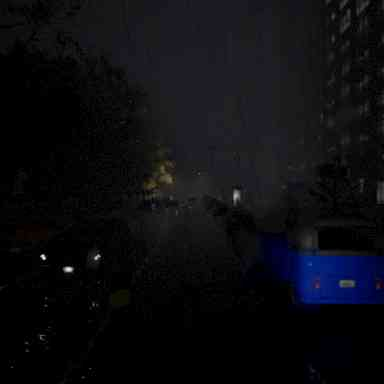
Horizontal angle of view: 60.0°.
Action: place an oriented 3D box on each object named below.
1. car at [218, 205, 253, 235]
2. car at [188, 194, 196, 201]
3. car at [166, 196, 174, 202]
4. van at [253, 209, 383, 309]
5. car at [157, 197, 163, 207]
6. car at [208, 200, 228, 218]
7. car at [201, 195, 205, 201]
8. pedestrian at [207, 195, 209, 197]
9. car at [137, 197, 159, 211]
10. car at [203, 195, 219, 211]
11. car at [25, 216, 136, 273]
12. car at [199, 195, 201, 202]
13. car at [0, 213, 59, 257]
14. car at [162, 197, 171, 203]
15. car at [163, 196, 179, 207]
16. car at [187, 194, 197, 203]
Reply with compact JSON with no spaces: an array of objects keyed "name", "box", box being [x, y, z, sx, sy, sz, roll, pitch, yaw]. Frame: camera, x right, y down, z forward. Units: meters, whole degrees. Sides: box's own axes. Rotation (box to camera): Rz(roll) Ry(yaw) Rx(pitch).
[{"name":"car","box":[2.693,1.619,18.874,1.802,1.307,4.206,0,0,0]},{"name":"car","box":[0.013,1.486,93.701,2.097,1.767,4.553,0,0,0]},{"name":"car","box":[-5.680,1.793,86.463,2.008,1.369,4.403,0,0,0]},{"name":"van","box":[2.692,1.355,7.611,1.690,1.788,3.998,0,0,0]},{"name":"car","box":[-5.684,1.561,52.668,1.967,1.590,4.097,0,0,0]},{"name":"car","box":[2.695,1.644,30.139,1.802,1.307,4.206,0,0,0]},{"name":"car","box":[3.008,1.621,59.012,1.882,1.535,5.008,0,0,0]},{"name":"pedestrian","box":[3.009,1.448,62.016,0.375,1.860,0.375,0,0,-3]},{"name":"car","box":[-5.684,1.654,41.404,1.947,1.339,4.313,0,0,0]},{"name":"car","box":[2.696,1.528,41.404,1.967,1.590,4.097,0,0,0]},{"name":"car","box":[-3.100,1.568,11.001,2.033,1.411,5.357,0,0,0]},{"name":"car","box":[2.701,1.537,80.829,2.192,1.841,5.009,0,0,0]},{"name":"car","box":[-5.688,1.550,13.073,1.752,1.417,4.829,0,0,0]},{"name":"car","box":[-5.681,1.784,75.197,1.802,1.307,4.206,0,0,0]},{"name":"car","box":[-3.067,1.720,52.118,1.895,1.301,4.718,0,0,0]},{"name":"car","box":[0.010,1.524,73.287,1.882,1.535,5.008,0,0,0]}]
